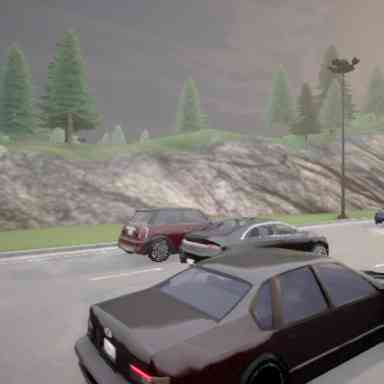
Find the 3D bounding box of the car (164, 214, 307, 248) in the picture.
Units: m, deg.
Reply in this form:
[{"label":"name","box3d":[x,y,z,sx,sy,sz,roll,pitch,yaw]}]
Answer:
[{"label":"car","box3d":[1.941,1.467,9.418,4.902,1.511,2.128,0,0,-36]}]

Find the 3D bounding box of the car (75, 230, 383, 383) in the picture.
[{"label":"car","box3d":[1.262,1.535,4.639,5.357,1.411,2.033,0,0,-35]}]

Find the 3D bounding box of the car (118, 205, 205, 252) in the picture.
[{"label":"car","box3d":[-0.282,1.326,12.131,4.553,1.767,2.097,0,0,-36]}]

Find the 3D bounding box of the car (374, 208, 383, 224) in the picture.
[{"label":"car","box3d":[14.258,1.485,22.653,4.181,1.385,1.994,0,0,-36]}]
